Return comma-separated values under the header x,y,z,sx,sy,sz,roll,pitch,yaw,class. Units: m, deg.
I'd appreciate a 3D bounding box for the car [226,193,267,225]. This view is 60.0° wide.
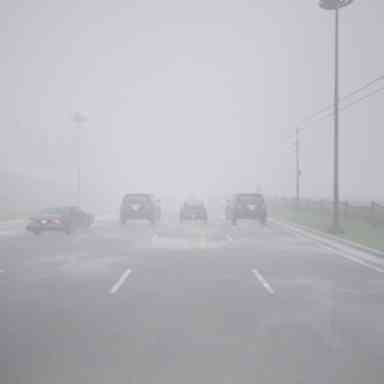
x,y,z,sx,sy,sz,roll,pitch,yaw,class
3.597,1.070,22.731,2.150,2.045,5.566,0,0,0,car

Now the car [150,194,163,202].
x,y,z,sx,sy,sz,roll,pitch,yaw,class
-7.010,1.176,66.032,1.895,1.301,4.718,0,0,0,car

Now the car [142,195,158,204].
x,y,z,sx,sy,sz,roll,pitch,yaw,class
-7.008,1.177,55.582,2.033,1.411,5.357,0,0,0,car

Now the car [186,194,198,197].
x,y,z,sx,sy,sz,roll,pitch,yaw,class
-0.008,1.107,55.582,1.882,1.535,5.008,0,0,0,car

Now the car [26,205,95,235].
x,y,z,sx,sy,sz,roll,pitch,yaw,class
-6.903,1.426,18.011,2.033,1.411,5.357,0,0,0,car

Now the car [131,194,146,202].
x,y,z,sx,sy,sz,roll,pitch,yaw,class
-10.510,1.126,66.031,2.033,1.411,5.357,0,0,0,car

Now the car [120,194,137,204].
x,y,z,sx,sy,sz,roll,pitch,yaw,class
-10.508,1.107,55.610,1.882,1.535,5.008,0,0,0,car

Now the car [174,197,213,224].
x,y,z,sx,sy,sz,roll,pitch,yaw,class
0.098,1.335,23.474,2.128,1.511,4.902,0,0,0,car

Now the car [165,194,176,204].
x,y,z,sx,sy,sz,roll,pitch,yaw,class
-3.508,1.134,55.582,1.837,1.490,4.892,0,0,0,car

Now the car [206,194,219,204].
x,y,z,sx,sy,sz,roll,pitch,yaw,class
3.492,1.108,55.583,1.882,1.535,5.008,0,0,0,car

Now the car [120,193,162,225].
x,y,z,sx,sy,sz,roll,pitch,yaw,class
-3.404,1.070,22.676,2.150,2.045,5.566,0,0,0,car
